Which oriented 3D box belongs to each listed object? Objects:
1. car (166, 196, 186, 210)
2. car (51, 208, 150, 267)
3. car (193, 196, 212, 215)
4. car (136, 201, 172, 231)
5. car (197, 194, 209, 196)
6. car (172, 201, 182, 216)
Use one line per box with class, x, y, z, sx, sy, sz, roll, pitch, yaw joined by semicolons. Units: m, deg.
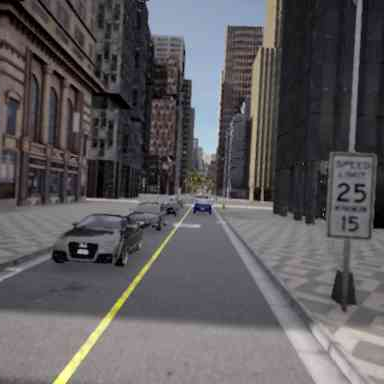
car;-1.833;1.228;38.951;1.895;1.301;4.718;3;0;2
car;-2.841;1.415;10.855;1.994;1.385;4.181;3;0;2
car;1.174;1.557;36.394;1.882;1.535;5.008;3;0;2
car;-2.540;1.374;19.919;1.837;1.490;4.892;3;1;2
car;1.550;1.324;47.999;2.150;2.045;5.566;3;0;2
car;-2.159;1.497;30.917;1.895;1.301;4.718;3;0;2
